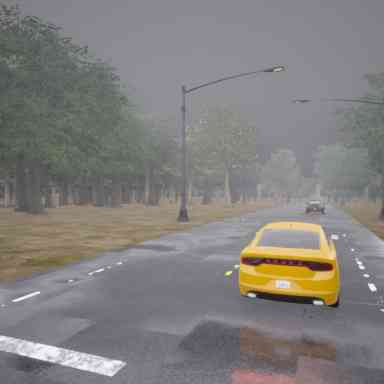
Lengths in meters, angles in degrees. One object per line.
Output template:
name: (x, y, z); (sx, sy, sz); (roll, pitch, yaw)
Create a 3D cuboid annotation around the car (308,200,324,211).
car: (17.068, 1.801, 45.709); (2.033, 1.411, 5.357); (0, -1, 21)

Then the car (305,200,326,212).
car: (13.523, 1.622, 36.440); (1.812, 1.442, 4.674); (0, -1, 22)

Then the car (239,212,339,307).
car: (2.504, 1.472, 8.170); (1.882, 1.535, 5.008); (0, 0, 21)
